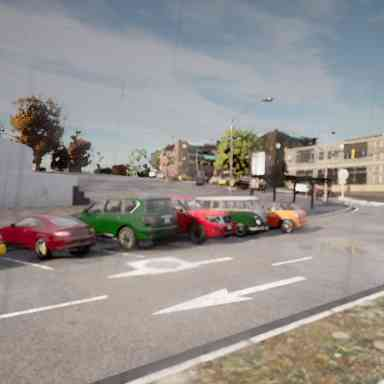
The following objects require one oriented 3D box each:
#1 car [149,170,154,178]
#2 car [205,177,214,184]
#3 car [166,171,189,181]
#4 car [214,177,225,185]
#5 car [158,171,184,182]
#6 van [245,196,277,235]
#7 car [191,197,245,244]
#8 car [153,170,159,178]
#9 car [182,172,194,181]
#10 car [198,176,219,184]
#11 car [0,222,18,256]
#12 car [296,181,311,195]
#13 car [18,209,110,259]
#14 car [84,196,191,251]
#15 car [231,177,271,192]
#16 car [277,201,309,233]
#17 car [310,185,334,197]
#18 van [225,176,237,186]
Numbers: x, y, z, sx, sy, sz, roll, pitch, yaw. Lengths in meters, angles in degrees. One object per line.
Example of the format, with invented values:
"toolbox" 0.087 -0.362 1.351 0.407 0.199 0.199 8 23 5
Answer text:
"car" -8.796 -4.544 87.142 2.435 2.045 5.566 1 -1 34
"car" 5.256 -2.225 67.669 2.002 1.452 4.674 7 4 35
"car" -3.479 -3.880 79.874 2.435 2.045 5.566 7 4 34
"car" 7.095 -1.994 65.353 1.946 1.575 5.366 7 3 35
"car" -4.182 -2.753 65.365 1.994 1.385 4.181 2 4 -35
"van" 1.893 1.239 17.681 4.442 1.987 1.878 -1 -1 35
"car" -0.642 1.221 16.004 5.566 2.045 2.435 -1 -1 35
"car" -7.017 -4.267 84.800 2.185 1.767 4.553 4 1 33
"car" -1.621 -3.358 77.621 1.946 1.575 5.366 7 3 34
"car" 3.507 -2.499 70.126 2.002 1.452 4.674 7 3 35
"car" -8.175 1.491 10.895 5.366 1.575 1.946 -1 0 34
"car" 17.411 -0.607 50.433 2.435 2.045 5.566 7 3 35
"car" -5.573 1.525 12.530 4.674 1.452 2.002 -1 0 35
"car" -3.151 1.228 14.293 5.566 2.045 2.435 -1 0 35
"car" 8.398 -0.877 47.765 1.882 1.535 5.008 2 4 -36
"car" 4.297 1.334 19.438 4.553 1.767 2.185 -1 0 35
"car" 19.110 -0.044 47.966 2.002 1.452 4.674 7 3 35
"van" 8.676 -1.945 62.626 1.878 1.987 4.442 7 4 35
